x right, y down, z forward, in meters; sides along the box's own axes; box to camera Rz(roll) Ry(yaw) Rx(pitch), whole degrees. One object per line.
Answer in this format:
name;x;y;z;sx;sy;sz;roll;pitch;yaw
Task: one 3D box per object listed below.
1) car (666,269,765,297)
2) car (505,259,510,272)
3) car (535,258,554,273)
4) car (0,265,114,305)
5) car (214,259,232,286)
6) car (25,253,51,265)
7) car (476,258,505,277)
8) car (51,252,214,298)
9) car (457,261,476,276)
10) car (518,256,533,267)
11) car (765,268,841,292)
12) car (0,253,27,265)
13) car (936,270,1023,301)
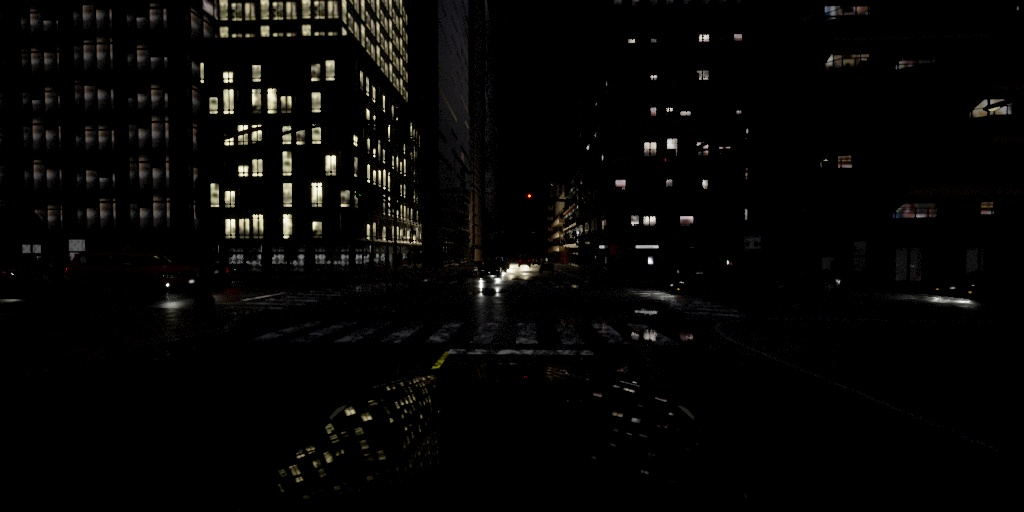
car;10.487;1.378;19.031;4.181;1.385;1.994;1;1;0
car;-1.636;1.296;44.650;1.994;1.385;4.181;0;0;2
car;4.071;1.283;42.388;2.007;1.370;4.403;0;0;2
car;-19.869;1.203;14.892;4.403;1.370;2.007;0;0;3
car;-19.002;0.912;20.602;4.553;1.767;2.097;0;1;3
car;-32.893;0.710;23.886;5.009;1.841;2.192;0;0;3
car;-1.984;1.240;34.753;1.837;1.490;4.892;0;0;2
car;-18.152;0.844;17.355;5.566;2.045;2.150;1;1;3
car;-4.506;1.260;36.856;1.751;1.417;4.829;0;0;2
car;2.207;0.946;63.500;2.150;2.045;5.566;0;0;2
car;16.975;1.372;21.459;4.403;1.370;2.007;0;0;3
car;-27.860;0.891;17.829;4.553;1.767;2.097;0;1;3
car;24.827;1.495;18.475;4.181;1.385;1.994;0;1;3
